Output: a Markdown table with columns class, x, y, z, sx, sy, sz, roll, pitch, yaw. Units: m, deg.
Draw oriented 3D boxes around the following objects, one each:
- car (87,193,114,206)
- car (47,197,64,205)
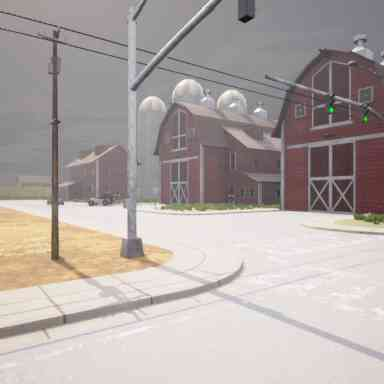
| class | x | y | z | sx | sy | sz | roll | pitch | yaw |
| --- | --- | --- | --- | --- | --- | --- | --- | --- | --- |
| car | -13.797 | 1.118 | 50.595 | 3.866 | 1.878 | 1.905 | -2 | 5 | 11 |
| car | -23.266 | 1.537 | 56.583 | 1.994 | 1.385 | 4.181 | 0 | 0 | -36 |
